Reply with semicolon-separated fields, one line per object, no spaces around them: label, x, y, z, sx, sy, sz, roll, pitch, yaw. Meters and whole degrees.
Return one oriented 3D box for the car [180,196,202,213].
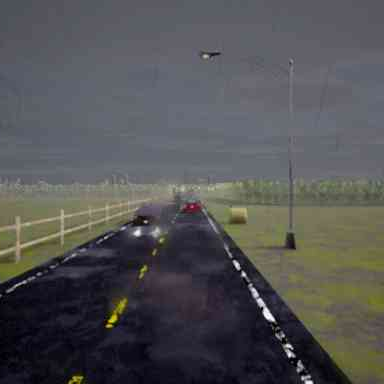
car;0.026;1.435;35.597;1.994;1.385;4.181;0;0;1

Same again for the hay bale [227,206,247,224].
hay bale;3.125;1.576;23.139;1.220;1.180;1.240;1;1;0

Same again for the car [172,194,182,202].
car;-2.782;1.224;65.025;1.837;1.490;4.892;0;0;0

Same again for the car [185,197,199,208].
car;0.008;1.420;46.806;1.895;1.301;4.718;0;0;0

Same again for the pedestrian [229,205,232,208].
pedestrian;2.818;1.216;24.252;0.375;1.860;0.375;-1;1;-1

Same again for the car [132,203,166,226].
car;-2.857;1.467;23.252;2.033;1.411;5.357;0;0;0
